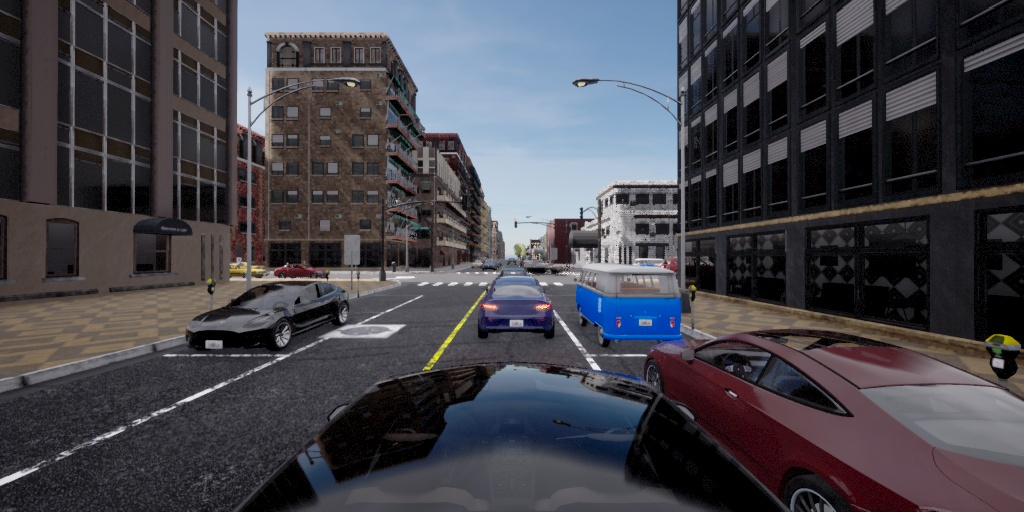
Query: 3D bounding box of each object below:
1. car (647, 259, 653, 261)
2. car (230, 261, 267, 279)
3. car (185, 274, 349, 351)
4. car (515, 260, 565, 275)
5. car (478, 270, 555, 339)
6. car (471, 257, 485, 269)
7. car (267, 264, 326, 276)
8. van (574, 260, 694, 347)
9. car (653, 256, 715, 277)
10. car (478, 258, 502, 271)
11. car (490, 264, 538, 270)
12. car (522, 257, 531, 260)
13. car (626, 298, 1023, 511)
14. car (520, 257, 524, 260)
[{"bbox_3d":[16.863,1.042,35.688,5.566,2.045,2.150,-1,0,0],"label":"car"},{"bbox_3d":[-22.963,1.216,29.791,4.829,1.417,1.751,0,0,0],"label":"car"},{"bbox_3d":[-5.691,1.317,9.025,1.948,1.339,4.313,0,0,0],"label":"car"},{"bbox_3d":[3.085,1.394,38.135,4.718,1.301,1.895,0,0,33],"label":"car"},{"bbox_3d":[0.100,1.277,10.000,1.812,1.442,4.674,0,0,0],"label":"car"},{"bbox_3d":[-5.697,1.318,59.153,1.751,1.417,4.829,0,0,0],"label":"car"},{"bbox_3d":[-17.470,1.284,29.805,4.207,1.307,1.802,0,0,0],"label":"car"},{"bbox_3d":[2.656,1.092,9.000,1.690,1.789,3.998,0,0,0],"label":"van"},{"bbox_3d":[14.916,1.107,29.886,5.009,1.841,2.192,0,0,0],"label":"car"},{"bbox_3d":[-3.067,1.329,50.632,2.033,1.411,5.357,0,0,3],"label":"car"},{"bbox_3d":[0.090,1.318,18.451,1.994,1.385,4.181,0,0,0],"label":"car"},{"bbox_3d":[2.684,1.311,53.956,1.751,1.417,4.829,0,0,0],"label":"car"},{"bbox_3d":[2.657,1.332,3.311,1.802,1.307,4.207,0,0,0],"label":"car"},{"bbox_3d":[2.683,1.382,64.865,1.802,1.307,4.207,0,0,0],"label":"car"}]
